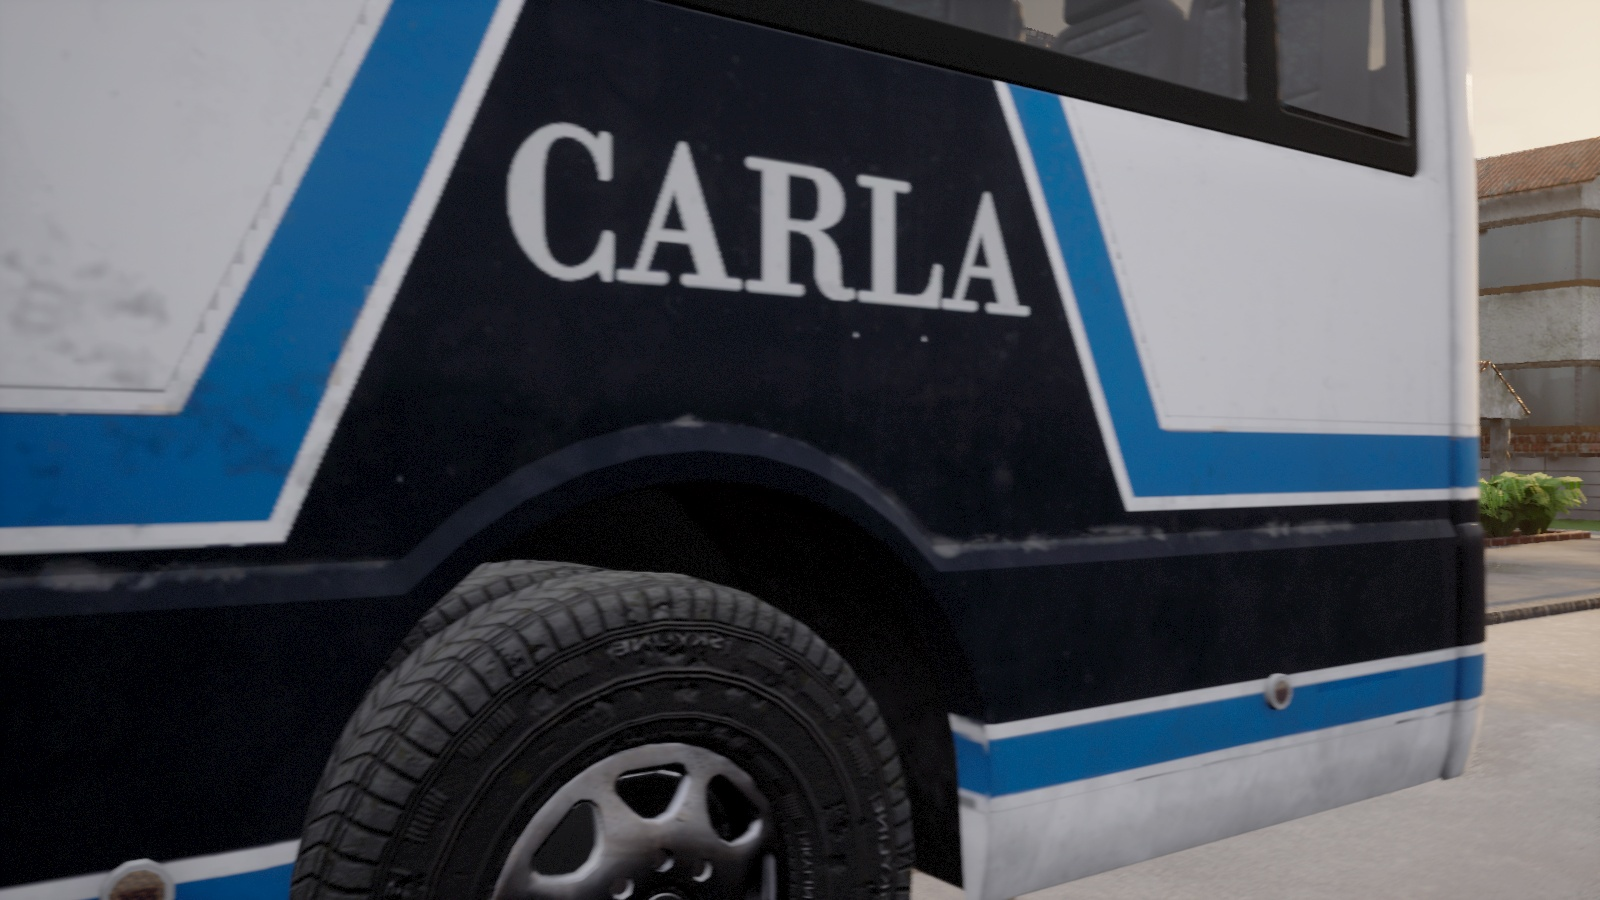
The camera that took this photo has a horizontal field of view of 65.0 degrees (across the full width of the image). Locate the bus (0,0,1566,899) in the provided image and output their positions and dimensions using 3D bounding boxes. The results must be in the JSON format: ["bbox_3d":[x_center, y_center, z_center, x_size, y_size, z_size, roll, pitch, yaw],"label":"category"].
[{"bbox_3d":[-3.371,-0.620,1.927,10.273,4.253,3.944,0,0,-35],"label":"bus"}]
